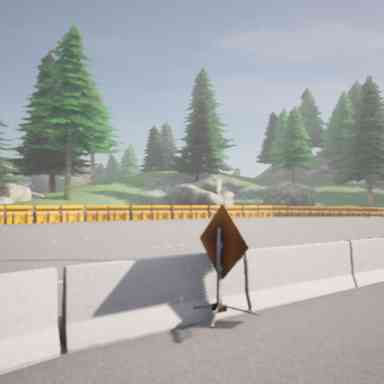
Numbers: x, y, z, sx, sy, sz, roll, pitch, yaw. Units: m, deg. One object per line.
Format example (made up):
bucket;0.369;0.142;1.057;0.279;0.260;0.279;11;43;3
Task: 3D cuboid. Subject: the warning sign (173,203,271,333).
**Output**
warning sign;0.482;1.140;5.694;1.060;1.860;1.300;1;-1;-34
